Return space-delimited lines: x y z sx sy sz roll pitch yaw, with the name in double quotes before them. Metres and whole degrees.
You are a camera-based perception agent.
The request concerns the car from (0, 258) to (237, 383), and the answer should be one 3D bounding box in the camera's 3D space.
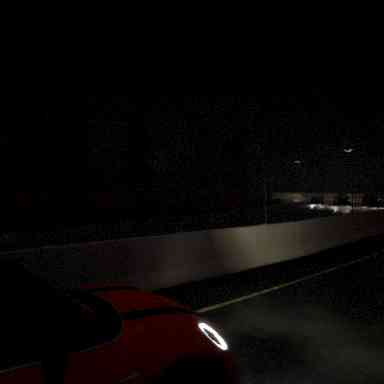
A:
"car" -1.785 1.365 2.641 4.553 1.767 2.097 -1 0 -36
